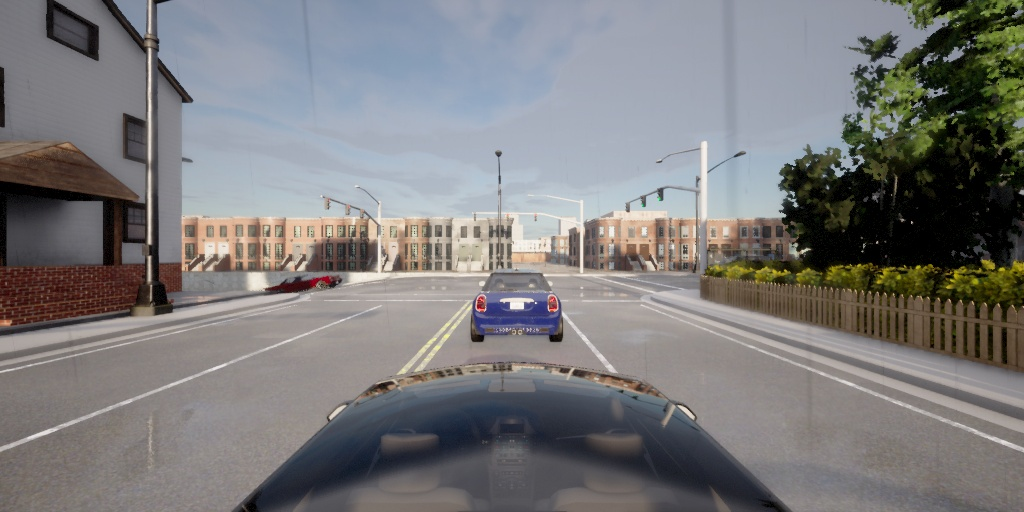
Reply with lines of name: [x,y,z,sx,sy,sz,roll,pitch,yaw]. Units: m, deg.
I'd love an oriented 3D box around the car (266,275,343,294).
car: [-14.838,2.002,25.824,4.718,1.301,1.895,-11,0,0]

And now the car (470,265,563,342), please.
car: [0.109,1.102,9.928,2.097,1.767,4.553,0,0,0]

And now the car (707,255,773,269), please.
car: [18.735,0.971,29.643,5.566,2.045,2.150,0,0,0]
